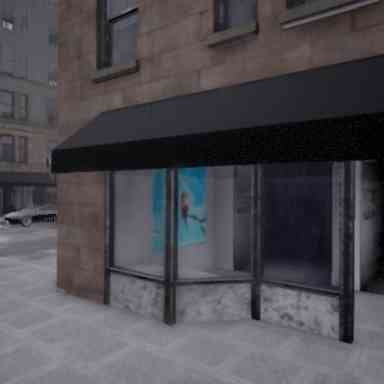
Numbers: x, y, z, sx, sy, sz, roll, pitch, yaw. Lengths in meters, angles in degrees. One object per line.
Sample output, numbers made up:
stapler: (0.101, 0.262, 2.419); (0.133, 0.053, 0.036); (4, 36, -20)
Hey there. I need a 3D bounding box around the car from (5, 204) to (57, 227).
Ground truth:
car: (-9.947, 1.452, 22.041); (1.947, 1.339, 4.313); (1, 0, 36)
